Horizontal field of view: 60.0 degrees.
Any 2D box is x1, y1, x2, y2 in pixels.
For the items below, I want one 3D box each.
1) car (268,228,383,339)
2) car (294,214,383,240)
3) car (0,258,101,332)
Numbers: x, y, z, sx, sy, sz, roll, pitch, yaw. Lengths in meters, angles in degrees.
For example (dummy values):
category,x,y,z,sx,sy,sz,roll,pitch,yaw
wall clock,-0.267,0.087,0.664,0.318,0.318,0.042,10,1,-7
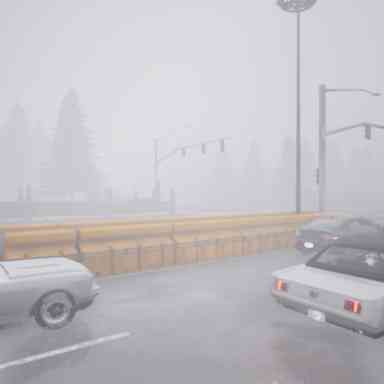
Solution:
category,x,y,z,sx,sy,sz,roll,pitch,yaw
car,3.724,1.609,6.381,4.718,1.301,1.895,0,0,-35
car,5.603,1.540,12.040,4.674,1.442,1.812,0,0,-36
car,-3.960,1.599,5.213,4.718,1.301,1.895,0,0,-35
